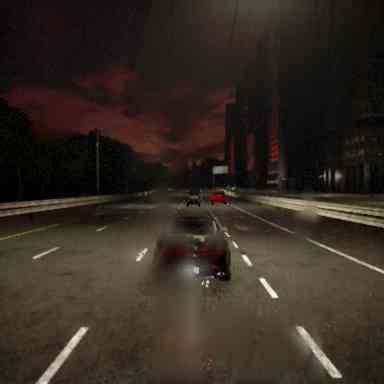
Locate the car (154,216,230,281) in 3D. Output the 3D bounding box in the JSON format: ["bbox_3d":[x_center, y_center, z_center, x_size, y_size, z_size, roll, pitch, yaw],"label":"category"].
[{"bbox_3d":[0.011,1.456,9.700,1.837,1.490,4.892,0,0,0],"label":"car"}]

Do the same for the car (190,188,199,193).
[{"bbox_3d":[0.442,0.674,63.921,2.150,2.045,5.566,0,1,1],"label":"car"}]

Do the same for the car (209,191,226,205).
[{"bbox_3d":[3.863,0.815,49.999,2.150,2.045,5.566,0,1,1],"label":"car"}]

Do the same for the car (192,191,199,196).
[{"bbox_3d":[0.937,0.380,93.280,1.812,1.442,4.674,0,1,1],"label":"car"}]

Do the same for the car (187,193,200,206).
[{"bbox_3d":[0.224,1.185,45.349,2.033,1.411,5.357,0,1,1],"label":"car"}]
